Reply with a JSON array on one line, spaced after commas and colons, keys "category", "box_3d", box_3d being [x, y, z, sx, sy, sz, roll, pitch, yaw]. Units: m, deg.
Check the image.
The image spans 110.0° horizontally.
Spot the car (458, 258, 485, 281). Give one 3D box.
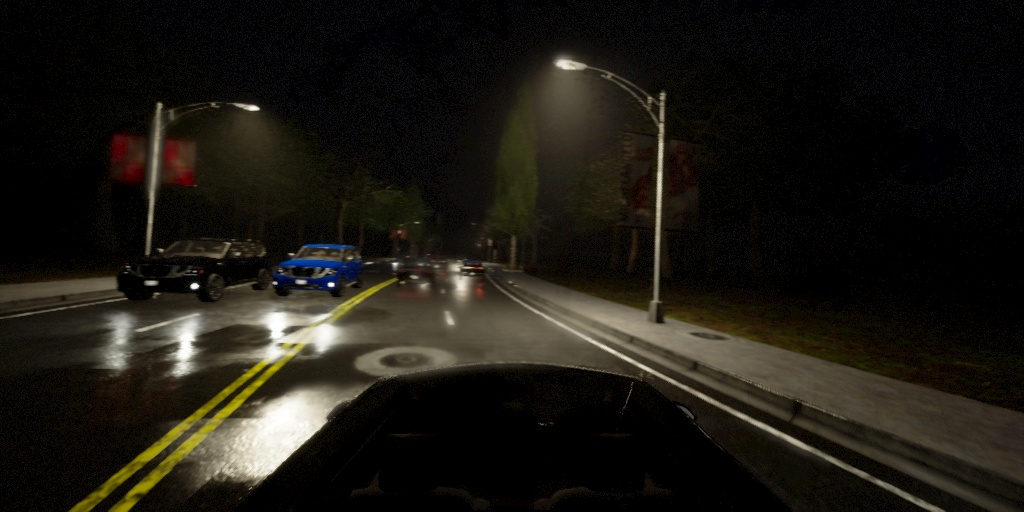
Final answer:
[{"category": "car", "box_3d": [-3.052, 1.005, 27.157, 2.128, 1.511, 4.902, 3, 0, -8]}]

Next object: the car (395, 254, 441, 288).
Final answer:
[{"category": "car", "box_3d": [-5.267, 0.895, 20.368, 1.882, 1.535, 5.008, 3, 0, -10]}]

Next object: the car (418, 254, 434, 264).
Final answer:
[{"category": "car", "box_3d": [-13.553, 0.502, 56.781, 1.994, 1.385, 4.181, 3, 0, -7]}]

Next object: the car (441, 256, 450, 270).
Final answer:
[{"category": "car", "box_3d": [-7.866, 0.739, 39.085, 2.128, 1.511, 4.902, 3, 0, -7]}]

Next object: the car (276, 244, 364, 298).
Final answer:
[{"category": "car", "box_3d": [-7.828, 0.514, 15.145, 2.150, 2.045, 5.566, 3, 0, -11]}]

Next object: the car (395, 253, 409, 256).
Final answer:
[{"category": "car", "box_3d": [-16.560, 0.291, 54.692, 1.837, 1.490, 4.892, 3, 0, -7]}]

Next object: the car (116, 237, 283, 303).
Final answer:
[{"category": "car", "box_3d": [-10.621, 0.366, 12.703, 2.150, 2.045, 5.566, 3, 0, -12]}]
